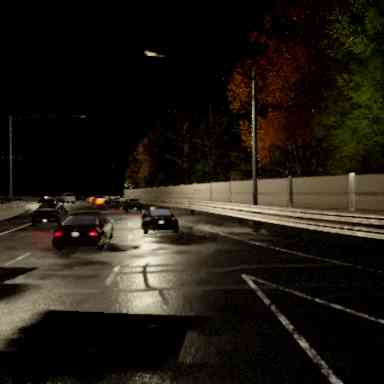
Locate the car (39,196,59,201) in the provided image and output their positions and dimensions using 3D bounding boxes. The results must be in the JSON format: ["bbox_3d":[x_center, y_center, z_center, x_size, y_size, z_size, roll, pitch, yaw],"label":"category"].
[{"bbox_3d":[-26.880,1.599,61.361,2.128,1.511,4.902,0,0,-38],"label":"car"}]

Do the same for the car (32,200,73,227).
[{"bbox_3d":[-9.750,1.544,23.193,1.837,1.490,4.892,0,0,-13],"label":"car"}]

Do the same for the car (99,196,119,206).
[{"bbox_3d":[-11.888,1.519,49.669,2.128,1.511,4.902,0,0,-26],"label":"car"}]

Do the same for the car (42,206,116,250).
[{"bbox_3d":[-4.522,1.562,14.392,2.033,1.411,5.357,0,0,-8],"label":"car"}]

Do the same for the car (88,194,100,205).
[{"bbox_3d":[-16.460,1.400,58.828,2.097,1.767,4.553,0,0,-26],"label":"car"}]

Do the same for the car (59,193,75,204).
[{"bbox_3d":[-24.044,1.223,63.406,2.150,2.045,5.566,0,0,-38],"label":"car"}]

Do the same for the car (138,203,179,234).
[{"bbox_3d":[-1.964,1.557,19.484,1.994,1.385,4.181,0,0,-10],"label":"car"}]

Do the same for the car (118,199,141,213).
[{"bbox_3d":[-6.777,1.513,37.360,1.837,1.490,4.892,0,0,-19],"label":"car"}]
